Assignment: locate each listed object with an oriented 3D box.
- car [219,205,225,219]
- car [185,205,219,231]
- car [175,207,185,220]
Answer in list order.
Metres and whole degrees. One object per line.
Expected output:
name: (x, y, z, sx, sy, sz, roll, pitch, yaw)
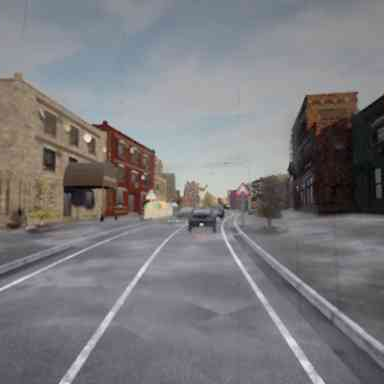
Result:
car: (3.056, 2.465, 41.421, 2.033, 1.649, 4.856, -1, -2, 9)
car: (0.789, 1.876, 23.286, 1.837, 1.490, 4.892, 0, -2, 4)
car: (-0.593, 2.481, 38.851, 1.812, 1.442, 4.674, -1, -2, 9)
